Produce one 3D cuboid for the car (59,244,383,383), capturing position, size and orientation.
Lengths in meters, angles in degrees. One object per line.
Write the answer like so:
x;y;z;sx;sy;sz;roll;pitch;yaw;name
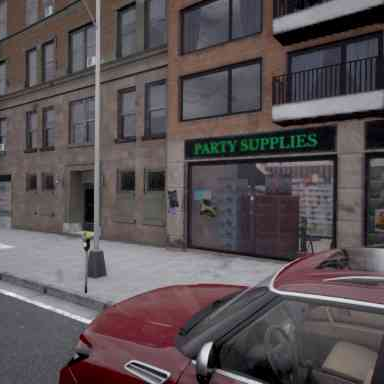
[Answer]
1.282;1.315;2.152;5.009;1.841;2.192;0;1;35;car
